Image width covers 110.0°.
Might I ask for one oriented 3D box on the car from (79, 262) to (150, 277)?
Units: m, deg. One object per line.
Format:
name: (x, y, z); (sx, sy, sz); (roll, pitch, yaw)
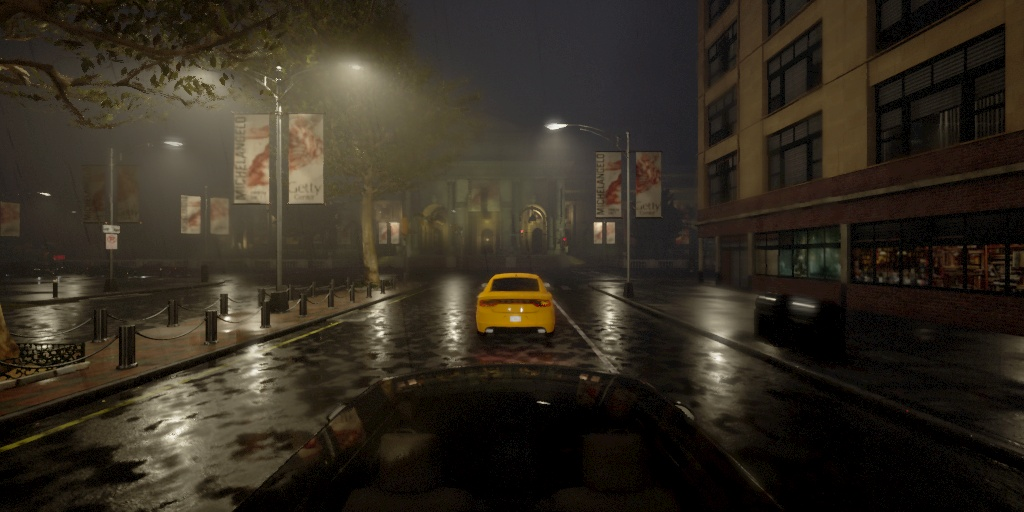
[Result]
car: (-38.513, 1.314, 34.793); (4.181, 1.385, 1.994); (0, 0, 0)

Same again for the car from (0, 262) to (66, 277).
car: (-47.082, 1.276, 34.831); (4.674, 1.442, 1.812); (0, 0, 0)

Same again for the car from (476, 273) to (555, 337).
car: (0.119, 1.228, 10.350); (1.882, 1.535, 5.008); (0, 0, 1)

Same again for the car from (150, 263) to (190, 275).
car: (-37.404, 1.351, 38.290); (4.718, 1.301, 1.895); (0, 0, 0)

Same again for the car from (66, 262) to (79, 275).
car: (-47.010, 1.297, 38.344); (5.357, 1.411, 2.033); (0, 0, 0)
